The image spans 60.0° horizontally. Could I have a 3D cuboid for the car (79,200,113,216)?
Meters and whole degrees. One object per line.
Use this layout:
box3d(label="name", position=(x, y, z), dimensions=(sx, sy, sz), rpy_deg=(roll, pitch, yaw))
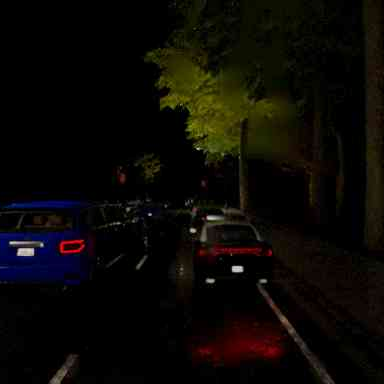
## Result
box3d(label="car", position=(-9.859, 1.608, 34.607), dimensions=(2.128, 1.511, 4.902), rpy_deg=(0, 0, 0))

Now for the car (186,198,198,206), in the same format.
box3d(label="car", position=(-0.019, 1.784, 61.872), dimensions=(2.033, 1.411, 5.357), rpy_deg=(0, 0, 0))

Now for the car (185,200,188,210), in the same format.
box3d(label="car", position=(0.008, 1.721, 44.475), dimensions=(1.994, 1.385, 4.181), rpy_deg=(0, 0, 0))

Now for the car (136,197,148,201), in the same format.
box3d(label="car", position=(-6.609, 1.617, 36.815), dimensions=(2.128, 1.511, 4.902), rpy_deg=(0, 0, 0))

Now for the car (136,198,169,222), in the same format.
box3d(label="car", position=(-3.158, 1.567, 27.518), dimensions=(1.882, 1.535, 5.008), rpy_deg=(0, 0, 0))

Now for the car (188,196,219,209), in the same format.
box3d(label="car", position=(0.968, 1.307, 25.624), dimensions=(2.150, 2.045, 5.566), rpy_deg=(0, 0, 0))

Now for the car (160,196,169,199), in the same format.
box3d(label="car", position=(-6.523, 1.567, 78.118), dimensions=(1.882, 1.535, 5.008), rpy_deg=(0, 0, 0))

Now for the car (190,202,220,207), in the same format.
box3d(label="car", position=(0.969, 1.566, 19.593), dimensions=(1.837, 1.490, 4.892), rpy_deg=(0, 0, 0))

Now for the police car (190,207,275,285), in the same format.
box3d(label="police car", position=(0.972, 1.452, 9.703), dimensions=(1.930, 1.638, 5.238), rpy_deg=(0, 0, 0))

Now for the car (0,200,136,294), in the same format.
box3d(label="car", position=(-3.153, 1.246, 9.011), dimensions=(2.150, 2.045, 5.566), rpy_deg=(0, 0, 0))
